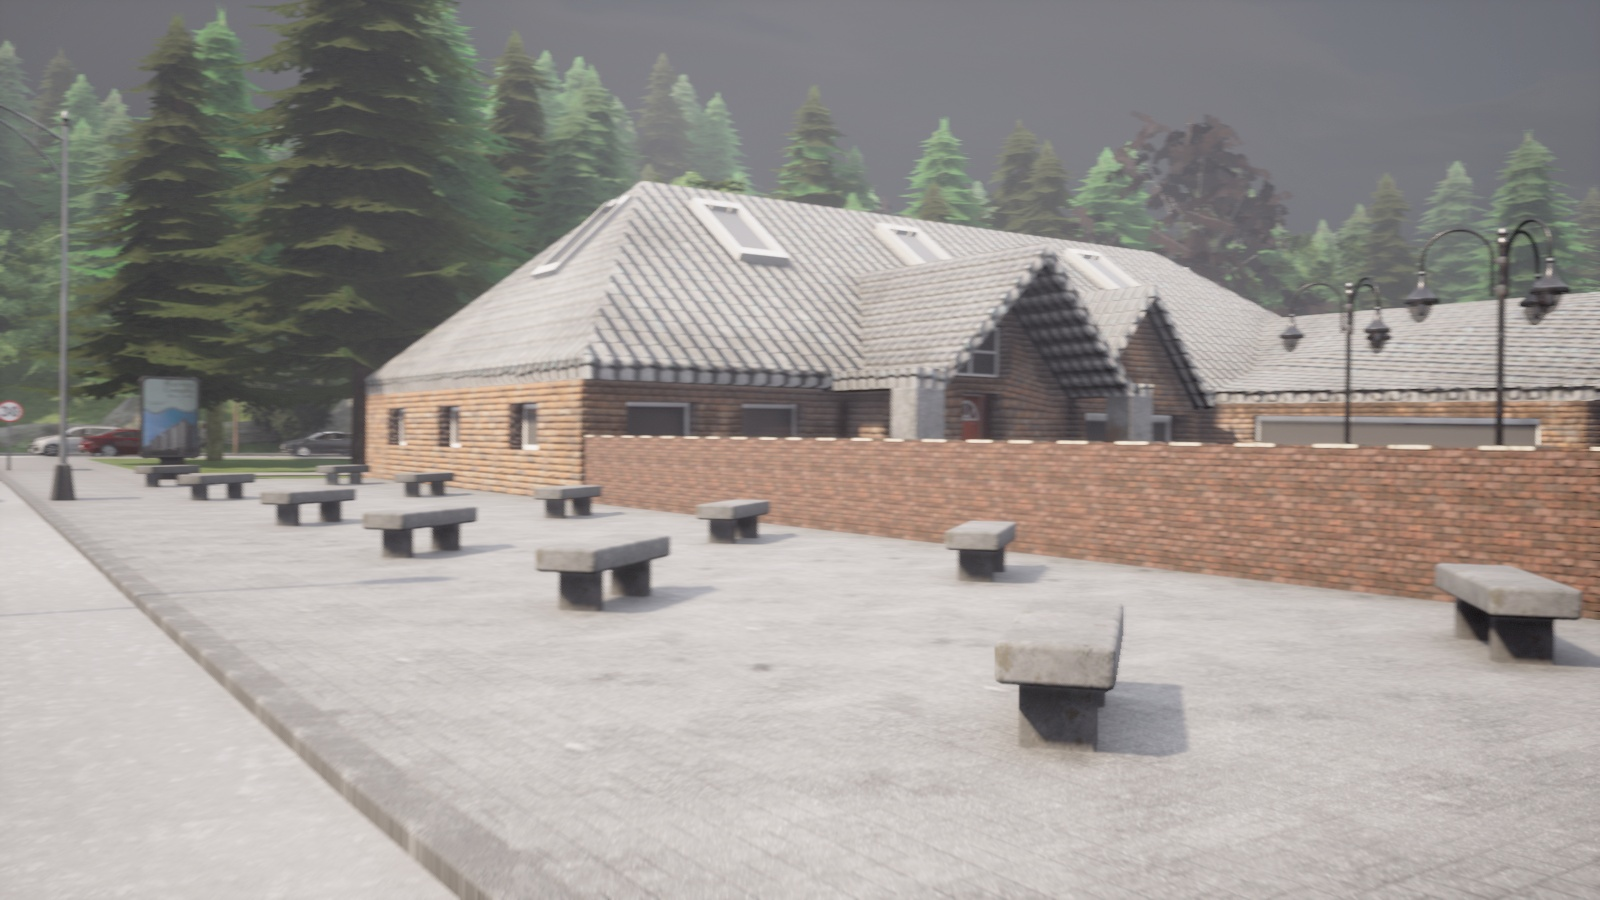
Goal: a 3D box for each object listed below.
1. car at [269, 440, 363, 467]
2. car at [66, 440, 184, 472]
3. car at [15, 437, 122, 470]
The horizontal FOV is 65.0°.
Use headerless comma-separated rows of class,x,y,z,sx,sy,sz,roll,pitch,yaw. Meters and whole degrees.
car,-28.602,0.176,74.324,4.892,1.490,1.837,-1,1,-35
car,-34.899,0.277,65.011,5.008,1.535,1.882,-1,1,-43
car,-38.913,0.150,66.853,4.611,1.667,2.242,-1,1,-40
